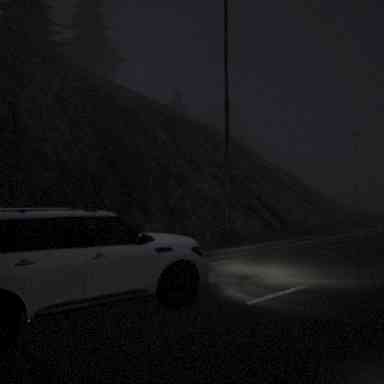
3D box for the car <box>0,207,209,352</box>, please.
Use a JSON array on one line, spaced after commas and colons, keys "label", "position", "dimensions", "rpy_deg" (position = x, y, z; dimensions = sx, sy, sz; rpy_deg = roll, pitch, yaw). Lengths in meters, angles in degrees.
[{"label": "car", "position": [-2.261, 1.300, 6.365], "dimensions": [5.566, 2.045, 2.150], "rpy_deg": [0, 0, -37]}]
